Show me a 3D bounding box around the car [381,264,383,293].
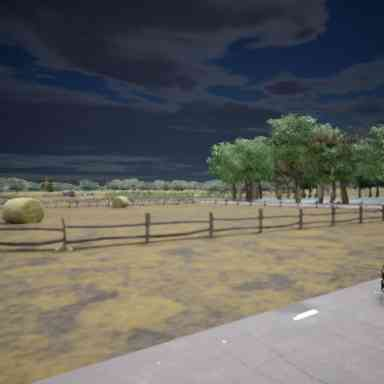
[{"bbox_3d":[6.093,1.524,7.415,4.902,1.511,2.128,0,0,-35],"label":"car"}]
